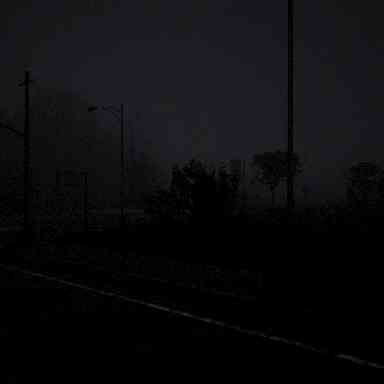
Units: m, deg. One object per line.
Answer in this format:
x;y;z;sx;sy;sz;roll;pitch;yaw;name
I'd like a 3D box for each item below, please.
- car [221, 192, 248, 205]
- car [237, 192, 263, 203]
7.379;1.027;57.808;2.150;2.045;5.566;0;1;37;car
10.191;0.872;55.724;2.033;1.411;5.357;0;1;37;car
